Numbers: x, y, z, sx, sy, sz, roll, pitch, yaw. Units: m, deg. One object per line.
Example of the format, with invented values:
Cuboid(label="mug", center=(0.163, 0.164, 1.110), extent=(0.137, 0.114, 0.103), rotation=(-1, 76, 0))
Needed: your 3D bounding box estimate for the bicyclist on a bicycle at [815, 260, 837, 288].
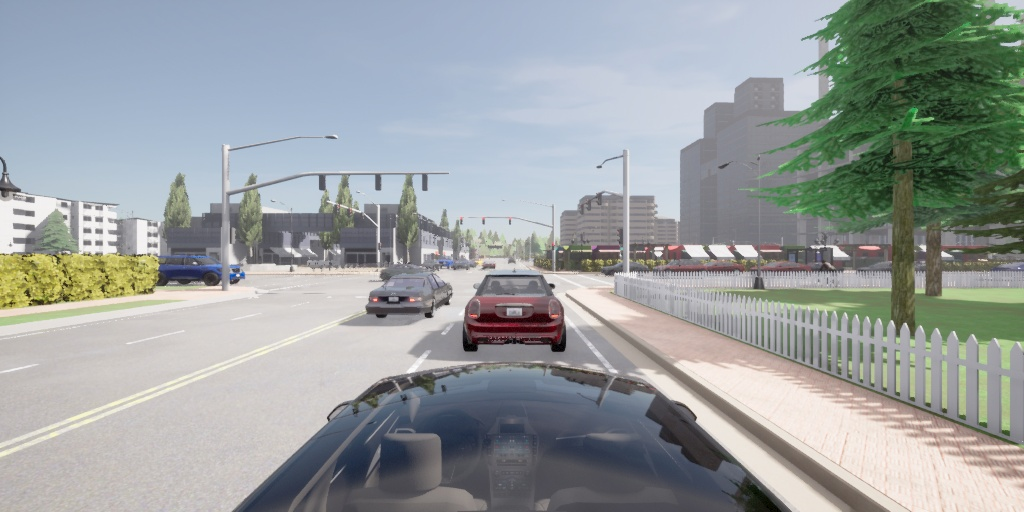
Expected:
Cuboid(label="bicyclist on a bicycle", center=(18.788, 1.052, 21.438), extent=(0.582, 1.620, 1.656), rotation=(0, 0, -1))

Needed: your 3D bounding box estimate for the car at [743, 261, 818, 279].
Cuboid(label="car", center=(24.287, 1.228, 32.561), extent=(5.008, 1.535, 1.882), rotation=(0, 0, -1))

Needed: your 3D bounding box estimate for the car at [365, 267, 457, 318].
Cuboid(label="car", center=(-3.420, 1.297, 12.913), extent=(2.033, 1.411, 5.357), rotation=(0, 0, 0))

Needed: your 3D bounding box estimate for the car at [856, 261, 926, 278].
Cuboid(label="car", center=(34.349, 1.255, 32.806), extent=(4.892, 1.490, 1.837), rotation=(0, 0, -1))

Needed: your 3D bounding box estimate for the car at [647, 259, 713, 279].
Cuboid(label="car", center=(15.074, 1.102, 32.329), extent=(4.553, 1.767, 2.097), rotation=(0, 0, -1))

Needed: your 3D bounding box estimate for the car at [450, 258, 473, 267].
Cuboid(label="car", center=(-7.108, 1.314, 51.085), extent=(1.994, 1.385, 4.181), rotation=(0, 0, 0))

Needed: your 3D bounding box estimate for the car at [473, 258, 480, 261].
Cuboid(label="car", center=(-7.093, 1.297, 60.328), extent=(2.033, 1.411, 5.357), rotation=(0, 0, 0))

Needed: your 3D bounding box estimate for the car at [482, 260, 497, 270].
Cuboid(label="car", center=(-3.395, 1.351, 54.654), extent=(1.895, 1.301, 4.718), rotation=(0, 0, 0))

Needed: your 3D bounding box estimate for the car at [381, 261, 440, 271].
Cuboid(label="car", center=(-8.196, 1.314, 28.268), extent=(4.181, 1.385, 1.994), rotation=(0, 0, -1))

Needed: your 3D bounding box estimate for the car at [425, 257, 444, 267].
Cuboid(label="car", center=(-10.609, 1.255, 46.508), extent=(1.837, 1.490, 4.892), rotation=(0, 0, 0))

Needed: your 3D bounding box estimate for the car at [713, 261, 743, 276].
Cuboid(label="car", center=(20.550, 1.228, 35.971), extent=(5.008, 1.535, 1.882), rotation=(0, 0, -1))

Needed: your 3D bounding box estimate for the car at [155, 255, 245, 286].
Cuboid(label="car", center=(-21.462, 0.971, 24.363), extent=(5.566, 2.045, 2.150), rotation=(0, 0, -2))

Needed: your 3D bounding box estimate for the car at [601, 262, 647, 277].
Cuboid(label="car", center=(11.225, 1.276, 35.716), extent=(4.674, 1.442, 1.812), rotation=(0, 0, -1))

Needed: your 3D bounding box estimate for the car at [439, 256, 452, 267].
Cuboid(label="car", center=(-10.602, 0.972, 56.369), extent=(2.150, 2.045, 5.566), rotation=(0, 0, 0))

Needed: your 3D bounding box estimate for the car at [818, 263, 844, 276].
Cuboid(label="car", center=(30.449, 1.351, 36.217), extent=(4.718, 1.301, 1.895), rotation=(0, 0, -1))

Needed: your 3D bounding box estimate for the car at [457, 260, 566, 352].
Cuboid(label="car", center=(0.063, 1.102, 9.079), extent=(2.097, 1.767, 4.553), rotation=(0, 0, 0))

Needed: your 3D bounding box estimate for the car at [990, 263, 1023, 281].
Cuboid(label="car", center=(42.000, 1.276, 29.315), extent=(4.674, 1.442, 1.812), rotation=(0, 0, -2))
